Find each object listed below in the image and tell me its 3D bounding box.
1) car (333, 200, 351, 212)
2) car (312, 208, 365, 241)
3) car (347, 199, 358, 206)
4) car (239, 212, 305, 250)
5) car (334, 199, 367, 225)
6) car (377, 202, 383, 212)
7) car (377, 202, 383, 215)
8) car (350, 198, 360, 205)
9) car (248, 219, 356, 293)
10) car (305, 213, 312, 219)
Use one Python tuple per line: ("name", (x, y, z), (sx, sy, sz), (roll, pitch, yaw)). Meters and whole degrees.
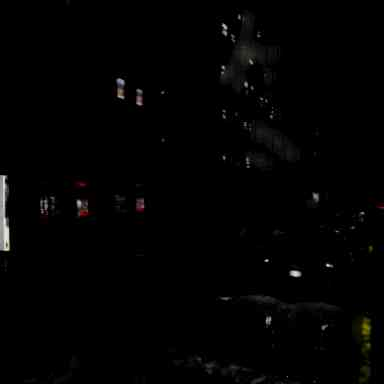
("car", (22.182, 2.016, 49.066), (1.967, 1.590, 4.097), (-2, -2, 29))
("car", (8.069, 1.784, 18.081), (1.994, 1.385, 4.181), (-1, -1, 28))
("car", (35.407, 2.340, 73.262), (1.752, 1.417, 4.829), (-2, -2, 29))
("car", (3.556, 1.674, 14.981), (1.967, 1.590, 4.097), (-2, -2, 29))
("car", (12.920, 1.661, 26.937), (2.097, 1.767, 4.553), (-1, -1, 29))
("car", (27.200, 2.057, 46.937), (1.895, 1.301, 4.718), (-1, -1, 29))
("car", (22.504, 1.896, 38.323), (1.812, 1.442, 4.674), (-1, -1, 28))
("car", (40.808, 2.352, 83.151), (1.967, 1.590, 4.097), (-2, -2, 29))
("car", (3.304, 1.696, 9.356), (1.994, 1.385, 4.181), (-1, -1, 29))
("car", (6.220, 1.865, 19.847), (1.802, 1.307, 4.206), (-2, -2, 29))
